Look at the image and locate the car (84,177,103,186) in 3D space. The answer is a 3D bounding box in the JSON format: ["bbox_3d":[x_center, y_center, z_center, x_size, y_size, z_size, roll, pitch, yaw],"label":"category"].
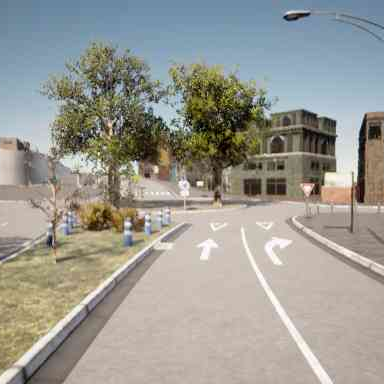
[{"bbox_3d":[-26.999,-2.475,90.869,4.792,1.488,2.163,-3,7,-33],"label":"car"}]
